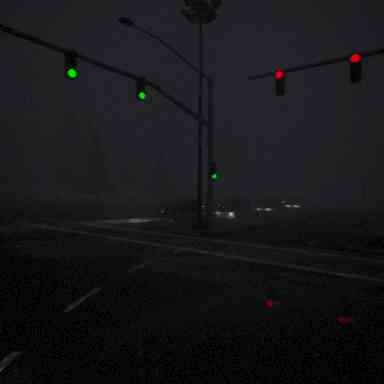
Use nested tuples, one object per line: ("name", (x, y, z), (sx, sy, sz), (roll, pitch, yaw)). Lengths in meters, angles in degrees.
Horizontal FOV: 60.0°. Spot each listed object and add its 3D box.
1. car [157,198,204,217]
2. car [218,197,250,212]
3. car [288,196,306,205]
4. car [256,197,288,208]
("car", (-0.911, 1.307, 28.724), (2.128, 1.511, 4.902), (1, 0, 37))
("car", (4.660, 1.308, 36.241), (1.837, 1.490, 4.892), (1, 0, 36))
("car", (16.319, 1.341, 52.036), (1.994, 1.385, 4.181), (1, 1, 37))
("car", (10.469, 1.338, 44.135), (2.033, 1.411, 5.357), (1, 0, 37))
